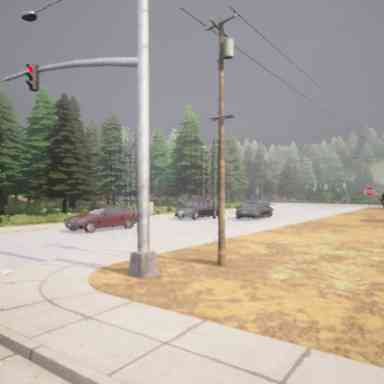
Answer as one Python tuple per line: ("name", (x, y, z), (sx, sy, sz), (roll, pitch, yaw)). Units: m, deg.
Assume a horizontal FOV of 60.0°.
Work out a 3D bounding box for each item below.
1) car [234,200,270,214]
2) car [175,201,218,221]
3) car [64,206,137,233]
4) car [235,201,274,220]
("car", (6.587, 1.627, 36.203), (1.895, 1.301, 4.718), (0, 0, 37))
("car", (0.523, 1.523, 28.047), (2.128, 1.511, 4.902), (0, 0, 37))
("car", (-5.353, 1.563, 20.123), (1.812, 1.442, 4.674), (0, 0, 37))
("car", (5.431, 1.589, 28.469), (1.994, 1.385, 4.181), (0, 0, 37))
